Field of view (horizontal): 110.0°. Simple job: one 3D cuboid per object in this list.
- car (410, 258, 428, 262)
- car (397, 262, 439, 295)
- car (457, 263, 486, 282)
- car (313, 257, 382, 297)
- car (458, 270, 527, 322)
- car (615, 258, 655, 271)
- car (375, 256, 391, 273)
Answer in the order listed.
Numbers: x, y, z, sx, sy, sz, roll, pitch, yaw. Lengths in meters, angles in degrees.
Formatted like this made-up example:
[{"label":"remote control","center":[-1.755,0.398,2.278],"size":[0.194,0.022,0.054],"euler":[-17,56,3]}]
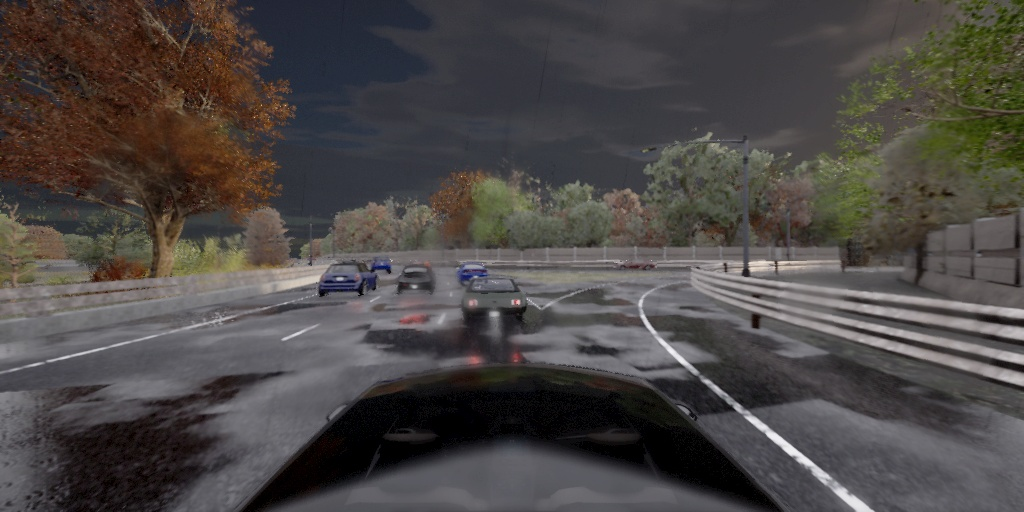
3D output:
[{"label":"car","center":[-10.772,1.276,40.330],"size":[2.128,1.511,4.902],"euler":[0,0,-21]},{"label":"car","center":[-5.265,1.271,20.164],"size":[1.837,1.490,4.892],"euler":[0,0,-10]},{"label":"car","center":[-2.983,1.236,26.402],"size":[1.882,1.535,5.008],"euler":[0,0,-13]},{"label":"car","center":[-8.704,1.131,19.449],"size":[2.097,1.767,4.553],"euler":[0,0,-10]},{"label":"car","center":[-0.702,1.352,12.345],"size":[1.895,1.301,4.718],"euler":[0,0,-5]},{"label":"car","center":[14.965,1.025,43.683],"size":[4.674,1.442,1.812],"euler":[0,0,6]},{"label":"car","center":[-16.194,1.024,44.138],"size":[2.150,2.045,5.566],"euler":[0,0,-24]}]
